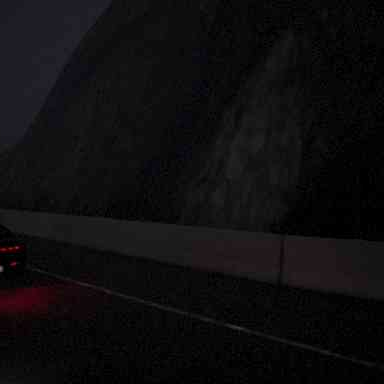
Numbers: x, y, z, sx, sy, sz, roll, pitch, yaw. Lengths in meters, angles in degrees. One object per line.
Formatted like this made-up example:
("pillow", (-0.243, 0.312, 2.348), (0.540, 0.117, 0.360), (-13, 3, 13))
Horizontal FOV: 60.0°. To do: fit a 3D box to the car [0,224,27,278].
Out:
("car", (-6.287, 1.505, 9.031), (4.892, 1.490, 1.837), (0, 0, 39))
